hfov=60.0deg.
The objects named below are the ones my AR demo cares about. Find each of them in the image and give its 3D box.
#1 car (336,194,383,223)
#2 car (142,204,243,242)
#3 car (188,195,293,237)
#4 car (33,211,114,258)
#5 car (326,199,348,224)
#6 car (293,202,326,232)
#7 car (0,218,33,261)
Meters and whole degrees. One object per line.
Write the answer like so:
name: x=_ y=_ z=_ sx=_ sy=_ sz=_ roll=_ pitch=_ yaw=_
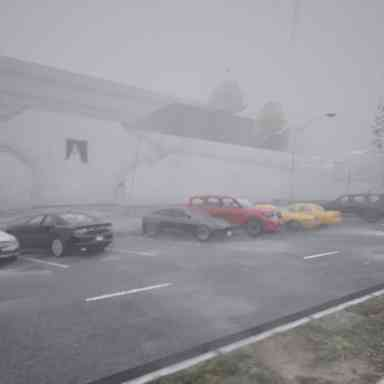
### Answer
car: x=11.878 y=1.178 z=25.027 sx=5.566 sy=2.045 sz=2.435 roll=-1 pitch=0 yaw=35
car: x=-0.288 y=1.487 z=16.300 sx=4.792 sy=1.488 sz=2.163 roll=-1 pitch=-1 yaw=35
car: x=2.155 y=1.197 z=18.046 sx=5.566 sy=2.045 sz=2.435 roll=-1 pitch=-1 yaw=35
car: x=-5.201 y=1.482 z=12.826 sx=5.008 sy=1.535 sz=2.097 roll=-1 pitch=0 yaw=35
car: x=6.864 y=1.434 z=21.637 sx=5.366 sy=1.575 sz=1.946 roll=-1 pitch=-1 yaw=35
car: x=4.730 y=1.434 z=19.691 sx=5.366 sy=1.575 sz=1.946 roll=-1 pitch=-1 yaw=35
car: x=-7.651 y=1.532 z=11.094 sx=4.674 sy=1.452 sz=2.002 roll=-1 pitch=-1 yaw=35
